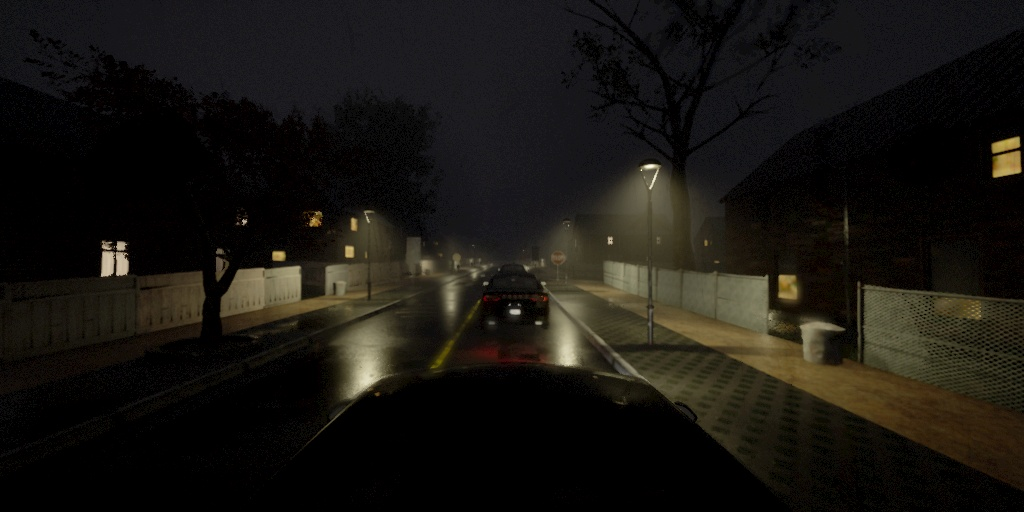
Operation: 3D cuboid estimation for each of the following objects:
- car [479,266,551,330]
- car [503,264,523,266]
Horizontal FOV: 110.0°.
[{"bbox_3d":[0.082,1.236,11.257,1.882,1.535,5.008,0,0,0],"label":"car"},{"bbox_3d":[0.060,1.252,23.780,1.882,1.535,5.008,0,0,0],"label":"car"}]
